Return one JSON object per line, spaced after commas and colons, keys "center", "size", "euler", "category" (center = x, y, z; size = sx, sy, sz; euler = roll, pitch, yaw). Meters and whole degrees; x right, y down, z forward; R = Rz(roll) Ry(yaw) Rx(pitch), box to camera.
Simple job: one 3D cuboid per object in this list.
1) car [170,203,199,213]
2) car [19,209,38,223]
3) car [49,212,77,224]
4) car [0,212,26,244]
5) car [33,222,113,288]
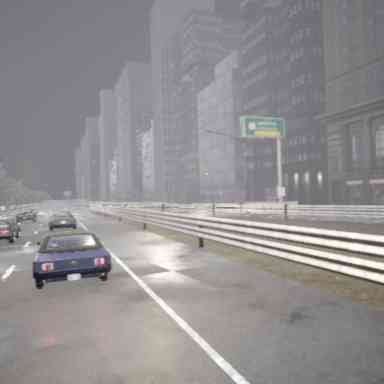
{"center": [-1.200, 2.320, 49.265], "size": [2.033, 1.411, 5.357], "euler": [-2, -1, -41], "category": "car"}
{"center": [-18.233, 2.593, 36.781], "size": [2.128, 1.511, 4.902], "euler": [-2, -1, -22], "category": "car"}
{"center": [-10.232, 2.247, 26.324], "size": [1.994, 1.385, 4.181], "euler": [-2, -1, -22], "category": "car"}
{"center": [-11.134, 2.175, 19.209], "size": [2.033, 1.411, 5.357], "euler": [-2, -1, -22], "category": "car"}
{"center": [-3.733, 1.856, 10.243], "size": [1.895, 1.301, 4.718], "euler": [-2, -1, -22], "category": "car"}
